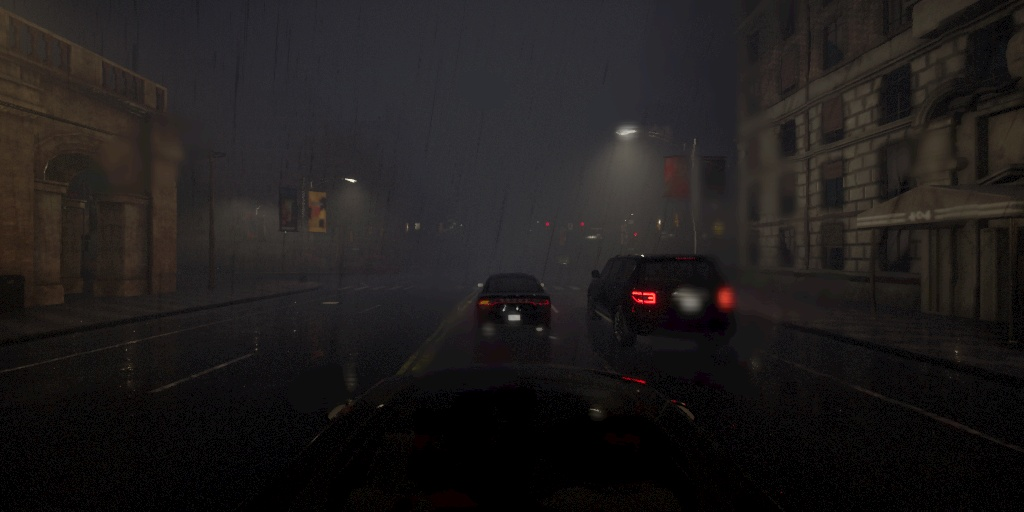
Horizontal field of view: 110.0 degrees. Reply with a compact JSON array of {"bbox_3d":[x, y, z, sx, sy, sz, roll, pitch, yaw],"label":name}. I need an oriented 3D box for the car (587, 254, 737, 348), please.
[{"bbox_3d":[3.455,0.971,9.415,2.150,2.045,5.566,0,0,2],"label":"car"}]

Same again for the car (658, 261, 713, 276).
[{"bbox_3d":[17.387,1.275,36.056,4.674,1.442,1.812,0,0,0],"label":"car"}]

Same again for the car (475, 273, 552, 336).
[{"bbox_3d":[-0.011,1.228,10.494,1.882,1.535,5.008,0,0,-2],"label":"car"}]

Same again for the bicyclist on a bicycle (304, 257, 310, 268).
[{"bbox_3d":[-31.577,1.050,55.228,0.582,1.620,1.656,0,0,0],"label":"bicyclist on a bicycle"}]

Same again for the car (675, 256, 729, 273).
[{"bbox_3d":[23.387,0.971,44.270,5.566,2.045,2.150,0,0,1],"label":"car"}]

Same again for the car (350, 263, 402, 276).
[{"bbox_3d":[-13.495,1.351,35.860,4.718,1.301,1.895,0,0,0],"label":"car"}]

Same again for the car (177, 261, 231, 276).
[{"bbox_3d":[-30.945,1.227,35.749,5.008,1.535,1.882,0,0,0],"label":"car"}]
